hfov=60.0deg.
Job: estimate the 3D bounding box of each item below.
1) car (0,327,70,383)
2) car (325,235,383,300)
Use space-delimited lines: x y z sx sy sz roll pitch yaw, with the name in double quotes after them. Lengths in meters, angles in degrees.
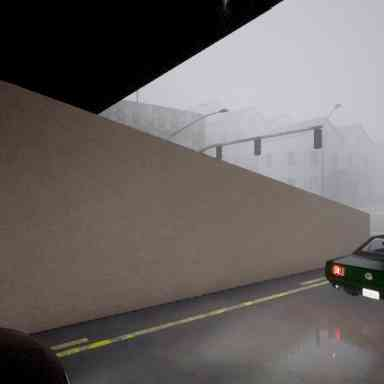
-3.112 1.491 1.541 4.902 1.511 2.128 0 0 -35 "car"
5.133 1.601 7.437 4.718 1.301 1.895 0 0 -35 "car"
